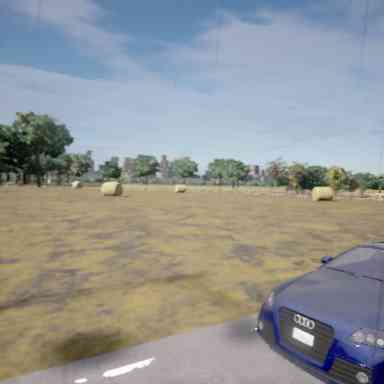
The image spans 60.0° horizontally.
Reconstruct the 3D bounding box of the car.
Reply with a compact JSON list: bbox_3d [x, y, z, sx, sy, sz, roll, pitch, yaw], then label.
[{"bbox_3d":[2.999,1.509,4.922,4.181,1.385,1.994,0,1,-31],"label":"car"}]
